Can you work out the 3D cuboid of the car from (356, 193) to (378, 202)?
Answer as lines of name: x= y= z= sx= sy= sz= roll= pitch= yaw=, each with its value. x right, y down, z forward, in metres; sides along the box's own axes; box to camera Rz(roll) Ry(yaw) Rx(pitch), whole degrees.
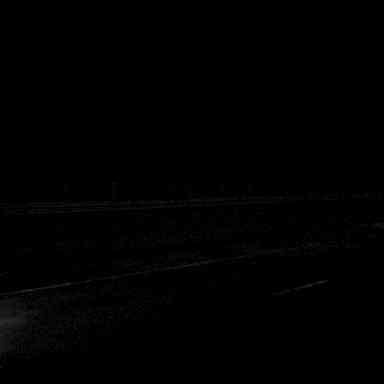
car: x=24.615 y=0.958 z=45.704 sx=4.902 sy=1.511 sz=2.128 roll=-1 pitch=0 yaw=-32

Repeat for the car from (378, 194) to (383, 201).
car: x=26.726 y=0.946 z=42.899 sx=4.902 sy=1.511 sz=2.128 roll=-1 pitch=0 yaw=-32
